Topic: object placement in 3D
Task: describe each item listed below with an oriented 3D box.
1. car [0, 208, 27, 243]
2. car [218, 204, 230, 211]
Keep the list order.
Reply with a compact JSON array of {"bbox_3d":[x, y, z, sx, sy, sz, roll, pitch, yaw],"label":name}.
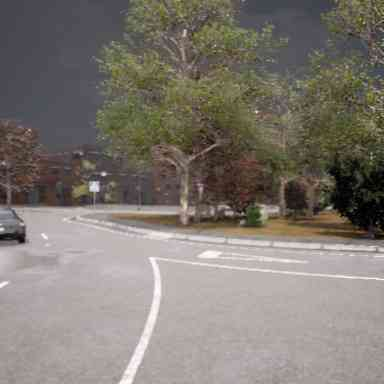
[{"bbox_3d":[-8.302,1.369,14.317,1.994,1.385,4.181,1,0,-30],"label":"car"},{"bbox_3d":[9.186,4.323,93.778,2.435,2.045,5.566,1,-2,29],"label":"car"}]
